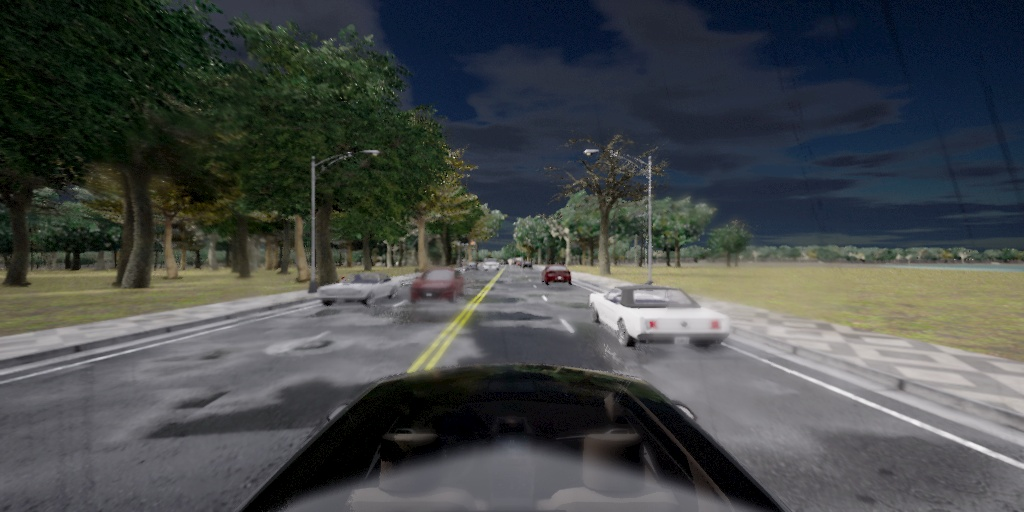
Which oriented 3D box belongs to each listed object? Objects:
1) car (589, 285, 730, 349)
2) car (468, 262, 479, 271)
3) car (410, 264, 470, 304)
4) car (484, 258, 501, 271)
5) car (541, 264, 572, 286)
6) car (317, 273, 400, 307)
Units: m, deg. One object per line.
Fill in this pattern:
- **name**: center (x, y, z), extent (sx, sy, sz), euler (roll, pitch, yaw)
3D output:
- **car**: center (3.347, 1.389, 9.273), extent (1.895, 1.301, 4.718), euler (0, 0, 0)
- **car**: center (-6.555, 1.716, 59.091), extent (1.812, 1.442, 4.674), euler (0, 0, 1)
- **car**: center (-3.354, 1.310, 16.993), extent (1.882, 1.535, 5.008), euler (0, 0, 0)
- **car**: center (-3.316, 1.396, 58.067), extent (2.150, 2.045, 5.566), euler (0, -1, 1)
- **car**: center (3.343, 1.384, 27.509), extent (1.882, 1.535, 5.008), euler (0, 0, 0)
- **car**: center (-6.605, 1.427, 16.010), extent (1.895, 1.301, 4.718), euler (0, 0, 0)
